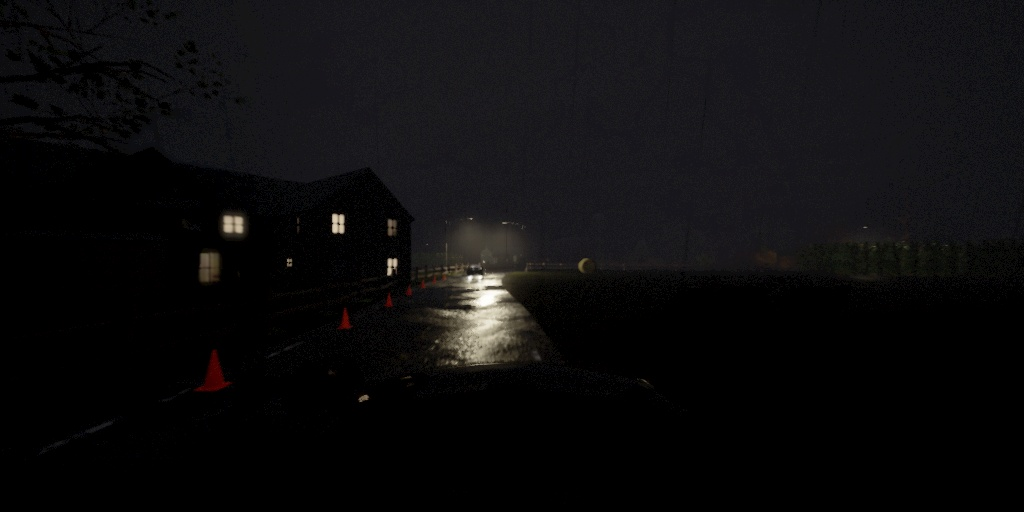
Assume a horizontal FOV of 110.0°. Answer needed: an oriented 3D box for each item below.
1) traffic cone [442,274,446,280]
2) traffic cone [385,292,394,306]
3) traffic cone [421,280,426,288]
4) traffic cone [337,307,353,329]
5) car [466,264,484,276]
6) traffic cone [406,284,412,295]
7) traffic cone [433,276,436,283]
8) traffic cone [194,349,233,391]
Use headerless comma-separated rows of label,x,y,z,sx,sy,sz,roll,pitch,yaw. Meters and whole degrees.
traffic cone,-6.716,2.051,35.586,0.340,0.580,0.340,0,0,0
traffic cone,-5.288,1.852,15.423,0.340,0.580,0.340,0,0,-6
traffic cone,-6.303,1.951,25.427,0.340,0.580,0.340,0,0,-4
traffic cone,-4.892,1.805,10.523,0.340,0.580,0.340,0,0,-4
car,-4.528,1.744,44.808,1.994,1.385,4.181,0,-1,-1
traffic cone,-5.837,1.901,20.364,0.340,0.580,0.340,0,0,-6
traffic cone,-6.596,2.001,30.503,0.340,0.580,0.340,0,0,-2
traffic cone,-4.661,1.758,5.611,0.340,0.580,0.340,0,0,-2
